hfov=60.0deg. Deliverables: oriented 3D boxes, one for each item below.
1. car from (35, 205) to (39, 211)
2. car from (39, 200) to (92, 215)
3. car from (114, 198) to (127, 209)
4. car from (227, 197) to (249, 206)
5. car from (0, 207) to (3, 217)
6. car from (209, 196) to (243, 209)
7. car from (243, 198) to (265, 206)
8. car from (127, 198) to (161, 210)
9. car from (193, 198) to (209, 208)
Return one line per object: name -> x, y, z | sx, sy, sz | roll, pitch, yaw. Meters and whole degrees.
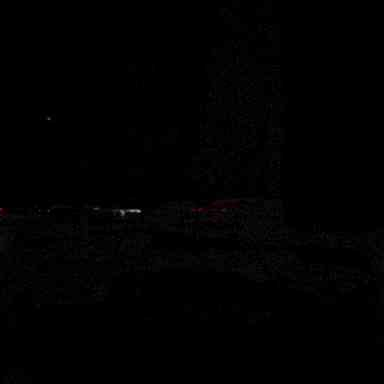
car -> -14.867, 1.603, 37.015 | 1.895, 1.301, 4.718 | 0, 0, 36
car -> -12.782, 1.609, 34.350 | 1.895, 1.301, 4.718 | 0, 0, 36
car -> -8.583, 1.543, 45.763 | 1.812, 1.442, 4.674 | 0, 0, 36
car -> 7.922, 1.587, 57.457 | 1.812, 1.442, 4.674 | 0, 0, 36
car -> -17.875, 1.560, 27.249 | 1.994, 1.385, 4.181 | 0, 0, 36
car -> 4.891, 1.406, 47.567 | 2.097, 1.767, 4.553 | 0, 0, 36
car -> 10.562, 1.632, 55.560 | 1.994, 1.385, 4.181 | 0, 0, 36
car -> -6.003, 1.588, 43.773 | 1.994, 1.385, 4.181 | 0, 0, 36
car -> 1.941, 1.571, 49.039 | 1.812, 1.442, 4.674 | 0, 0, 36
